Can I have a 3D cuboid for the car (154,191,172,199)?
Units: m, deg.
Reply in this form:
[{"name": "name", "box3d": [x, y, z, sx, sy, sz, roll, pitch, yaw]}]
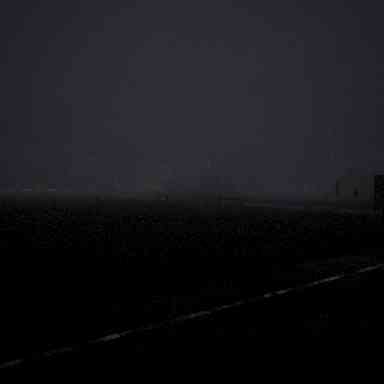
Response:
[{"name": "car", "box3d": [-5.764, 0.628, 65.538, 2.128, 1.511, 4.902, -1, 2, -35]}]
